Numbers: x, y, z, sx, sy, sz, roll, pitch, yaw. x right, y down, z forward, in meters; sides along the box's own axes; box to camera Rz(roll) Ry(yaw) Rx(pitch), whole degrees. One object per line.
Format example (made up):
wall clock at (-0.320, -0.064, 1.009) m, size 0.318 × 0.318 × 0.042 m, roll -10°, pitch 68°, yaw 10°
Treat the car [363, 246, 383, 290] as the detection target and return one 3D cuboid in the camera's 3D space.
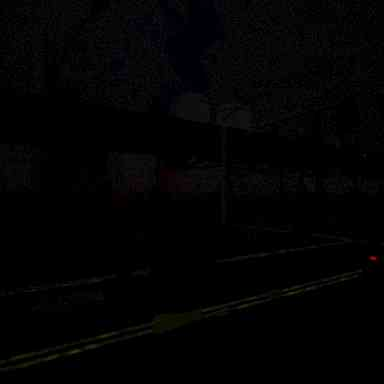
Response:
car at (6.002, 1.619, 8.042) m, size 4.181 × 1.385 × 1.994 m, roll 0°, pitch 0°, yaw -35°
